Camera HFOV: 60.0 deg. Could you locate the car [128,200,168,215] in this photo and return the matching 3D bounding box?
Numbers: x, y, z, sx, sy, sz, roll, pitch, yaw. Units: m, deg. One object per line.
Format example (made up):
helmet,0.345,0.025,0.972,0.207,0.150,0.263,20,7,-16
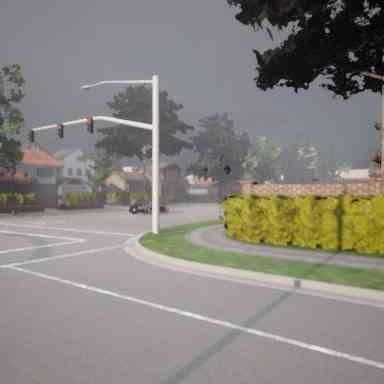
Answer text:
car,-4.283,1.504,32.884,1.994,1.385,4.181,0,0,35
